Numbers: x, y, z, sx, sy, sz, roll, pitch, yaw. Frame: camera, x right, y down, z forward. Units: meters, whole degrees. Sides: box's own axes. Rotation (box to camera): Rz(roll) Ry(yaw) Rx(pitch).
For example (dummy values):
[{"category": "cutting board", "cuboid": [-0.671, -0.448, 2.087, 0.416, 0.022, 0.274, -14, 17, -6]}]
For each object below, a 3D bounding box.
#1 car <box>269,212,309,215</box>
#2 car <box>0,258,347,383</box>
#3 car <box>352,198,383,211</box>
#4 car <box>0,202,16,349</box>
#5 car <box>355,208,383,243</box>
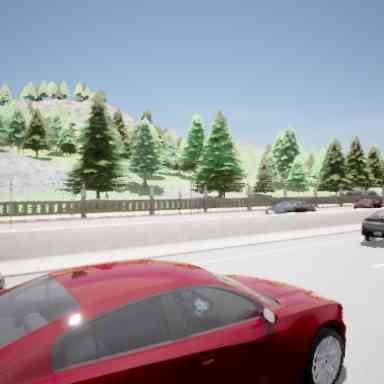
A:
[{"category": "car", "cuboid": [8.000, 1.463, 26.916, 4.902, 1.511, 2.128, 0, 0, -36]}, {"category": "car", "cuboid": [-0.346, 1.475, 3.502, 5.008, 1.535, 1.882, 0, 0, -36]}, {"category": "car", "cuboid": [21.920, 1.511, 41.154, 4.181, 1.385, 1.994, 0, 0, -35]}, {"category": "car", "cuboid": [-5.473, 1.223, 4.142, 5.566, 2.045, 2.150, 0, 0, -36]}, {"category": "car", "cuboid": [9.453, 1.471, 14.800, 4.902, 1.511, 2.128, 0, 0, -36]}]
